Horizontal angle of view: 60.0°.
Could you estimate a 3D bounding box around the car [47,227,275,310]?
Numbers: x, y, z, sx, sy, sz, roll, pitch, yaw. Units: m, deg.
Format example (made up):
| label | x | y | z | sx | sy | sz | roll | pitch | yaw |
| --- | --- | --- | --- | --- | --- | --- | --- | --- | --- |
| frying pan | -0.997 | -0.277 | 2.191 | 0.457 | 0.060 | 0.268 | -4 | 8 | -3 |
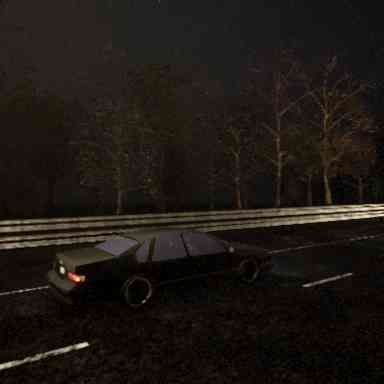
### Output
| label | x | y | z | sx | sy | sz | roll | pitch | yaw |
| --- | --- | --- | --- | --- | --- | --- | --- | --- | --- |
| car | -0.449 | 1.549 | 7.844 | 5.357 | 1.411 | 2.033 | 0 | 0 | -35 |
